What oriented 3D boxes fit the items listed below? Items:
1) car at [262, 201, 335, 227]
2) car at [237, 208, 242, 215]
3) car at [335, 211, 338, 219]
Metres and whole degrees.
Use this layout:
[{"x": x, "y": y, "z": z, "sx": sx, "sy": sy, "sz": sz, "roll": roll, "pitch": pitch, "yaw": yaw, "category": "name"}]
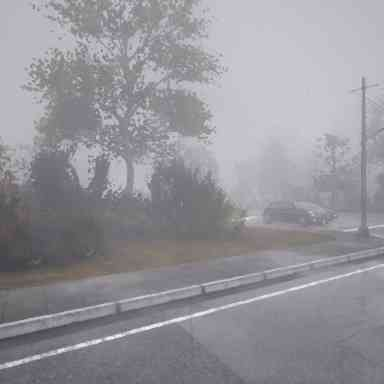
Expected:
[{"x": 7.282, "y": 1.426, "z": 23.617, "sx": 2.097, "sy": 1.767, "sz": 4.553, "roll": 0, "pitch": -1, "yaw": -38, "category": "car"}, {"x": 3.472, "y": 1.781, "z": 33.691, "sx": 1.994, "sy": 1.385, "sz": 4.181, "roll": 0, "pitch": -1, "yaw": -42, "category": "car"}, {"x": 9.182, "y": 1.594, "z": 26.862, "sx": 1.837, "sy": 1.490, "sz": 4.892, "roll": 0, "pitch": -1, "yaw": -42, "category": "car"}]
